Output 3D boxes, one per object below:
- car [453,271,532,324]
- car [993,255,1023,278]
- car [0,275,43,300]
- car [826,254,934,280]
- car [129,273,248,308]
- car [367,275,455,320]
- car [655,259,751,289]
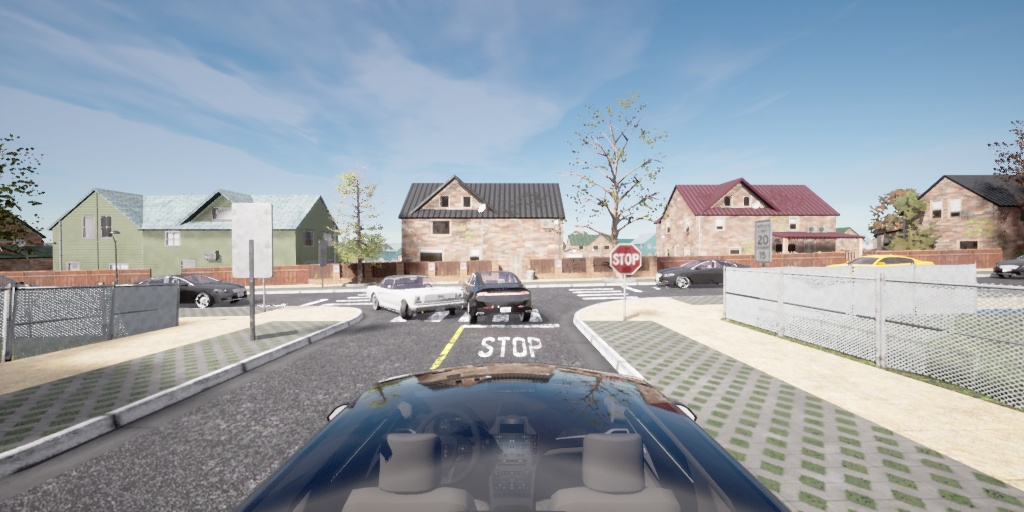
[{"bbox_3d":[-0.678,1.241,12.052,2.128,1.511,4.902,0,0,-12],"label":"car"},{"bbox_3d":[29.397,0.476,19.514,4.902,1.511,2.128,-1,1,0],"label":"car"},{"bbox_3d":[-24.230,1.646,16.381,4.553,1.767,2.097,-1,1,0],"label":"car"},{"bbox_3d":[19.773,0.688,19.483,5.008,1.535,1.882,-1,1,0],"label":"car"},{"bbox_3d":[-14.892,1.565,16.416,4.902,1.511,2.128,-1,1,0],"label":"car"},{"bbox_3d":[-3.595,1.367,12.913,1.895,1.301,4.718,0,0,-38],"label":"car"},{"bbox_3d":[10.342,0.924,19.453,4.902,1.511,2.128,-1,1,0],"label":"car"}]
